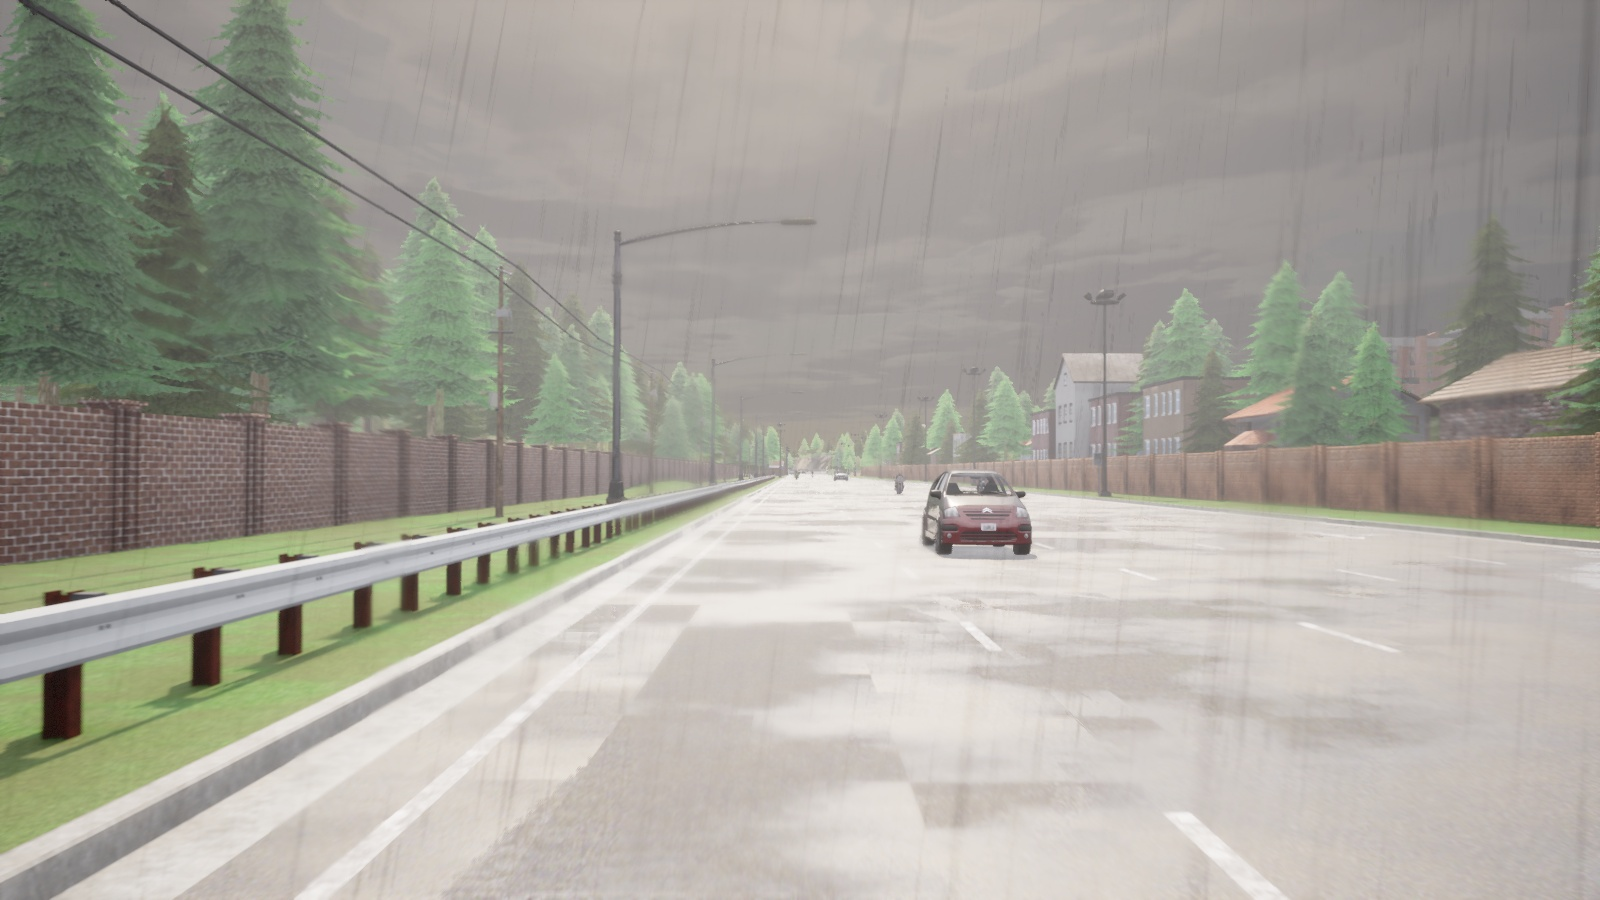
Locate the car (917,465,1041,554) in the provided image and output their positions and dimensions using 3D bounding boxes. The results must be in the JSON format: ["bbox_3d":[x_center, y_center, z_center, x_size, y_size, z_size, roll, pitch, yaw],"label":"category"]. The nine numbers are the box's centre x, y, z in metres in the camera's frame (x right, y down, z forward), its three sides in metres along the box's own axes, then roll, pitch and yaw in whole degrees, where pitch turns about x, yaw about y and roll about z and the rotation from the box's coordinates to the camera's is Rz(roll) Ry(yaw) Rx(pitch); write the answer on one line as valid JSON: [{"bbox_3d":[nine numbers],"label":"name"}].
[{"bbox_3d":[3.438,1.114,24.790,1.851,1.617,3.988,0,-1,0],"label":"car"}]
